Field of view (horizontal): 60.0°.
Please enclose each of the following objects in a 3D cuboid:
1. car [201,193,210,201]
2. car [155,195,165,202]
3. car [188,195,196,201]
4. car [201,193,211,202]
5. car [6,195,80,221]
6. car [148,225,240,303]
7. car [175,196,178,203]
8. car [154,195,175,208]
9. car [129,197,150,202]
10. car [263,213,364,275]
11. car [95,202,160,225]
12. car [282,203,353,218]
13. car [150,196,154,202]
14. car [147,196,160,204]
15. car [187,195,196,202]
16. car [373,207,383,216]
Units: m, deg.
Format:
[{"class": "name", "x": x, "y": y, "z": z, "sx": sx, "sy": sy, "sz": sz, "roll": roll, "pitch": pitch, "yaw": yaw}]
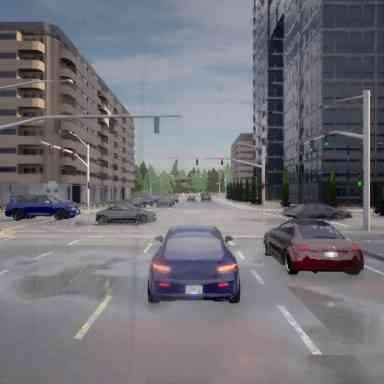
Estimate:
[{"class": "car", "x": 3.468, "y": 1.225, "z": 87.790, "sx": 2.150, "sy": 2.045, "sz": 5.566, "roll": 0, "pitch": 0, "yaw": 1}, {"class": "car", "x": -7.177, "y": 1.494, "z": 74.497, "sx": 1.837, "sy": 1.490, "sz": 4.892, "roll": 0, "pitch": 0, "yaw": 1}, {"class": "car", "x": -0.033, "y": 1.525, "z": 87.763, "sx": 2.128, "sy": 1.511, "sz": 4.902, "roll": 0, "pitch": 0, "yaw": 1}, {"class": "car", "x": 3.358, "y": 1.355, "z": 77.627, "sx": 2.097, "sy": 1.767, "sz": 4.553, "roll": 0, "pitch": 0, "yaw": 1}, {"class": "car", "x": -12.054, "y": 1.263, "z": 27.022, "sx": 5.566, "sy": 2.045, "sz": 2.150, "roll": -1, "pitch": 0, "yaw": 0}, {"class": "car", "x": 0.048, "y": 1.526, "z": 8.062, "sx": 1.812, "sy": 1.442, "sz": 4.674, "roll": 0, "pitch": 0, "yaw": 0}, {"class": "car", "x": -3.929, "y": 1.526, "z": 58.460, "sx": 1.812, "sy": 1.442, "sz": 4.674, "roll": 0, "pitch": 0, "yaw": 1}, {"class": "car", "x": -3.984, "y": 1.352, "z": 48.972, "sx": 2.097, "sy": 1.767, "sz": 4.553, "roll": 0, "pitch": 0, "yaw": 0}, {"class": "car", "x": -7.495, "y": 1.505, "z": 46.012, "sx": 1.837, "sy": 1.490, "sz": 4.892, "roll": 0, "pitch": 0, "yaw": 1}, {"class": "car", "x": 3.557, "y": 1.564, "z": 10.484, "sx": 1.994, "sy": 1.385, "sz": 4.181, "roll": 0, "pitch": 0, "yaw": 0}, {"class": "car", "x": -4.624, "y": 1.587, "z": 23.508, "sx": 4.181, "sy": 1.385, "sz": 1.994, "roll": 0, "pitch": 0, "yaw": 0}, {"class": "car", "x": 10.040, "y": 1.603, "z": 26.980, "sx": 5.357, "sy": 1.411, "sz": 2.033, "roll": 0, "pitch": 0, "yaw": 0}, {"class": "car", "x": -7.455, "y": 1.564, "z": 54.906, "sx": 1.994, "sy": 1.385, "sz": 4.181, "roll": 0, "pitch": 0, "yaw": 2}, {"class": "car", "x": -7.337, "y": 1.478, "z": 64.068, "sx": 1.882, "sy": 1.535, "sz": 5.008, "roll": 0, "pitch": 0, "yaw": 1}, {"class": "car", "x": -0.144, "y": 1.540, "z": 77.420, "sx": 2.033, "sy": 1.411, "sz": 5.357, "roll": 0, "pitch": 0, "yaw": 1}, {"class": "car", "x": 19.462, "y": 1.656, "z": 30.665, "sx": 4.718, "sy": 1.301, "sz": 1.895, "roll": 0, "pitch": 0, "yaw": 0}]
